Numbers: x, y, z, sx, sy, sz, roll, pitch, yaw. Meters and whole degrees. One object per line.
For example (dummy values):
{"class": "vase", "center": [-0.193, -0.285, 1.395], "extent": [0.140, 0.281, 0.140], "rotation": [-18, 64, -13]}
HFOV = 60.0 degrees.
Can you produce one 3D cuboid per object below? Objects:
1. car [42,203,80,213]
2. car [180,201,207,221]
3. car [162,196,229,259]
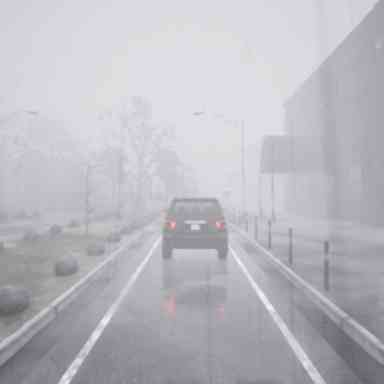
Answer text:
{"class": "car", "center": [-18.210, 2.208, 46.211], "extent": [4.718, 1.301, 1.895], "rotation": [2, -3, -44]}
{"class": "car", "center": [0.166, 1.572, 28.405], "extent": [2.128, 1.511, 4.902], "rotation": [0, -1, 1]}
{"class": "car", "center": [0.098, 1.177, 12.622], "extent": [2.150, 2.045, 5.566], "rotation": [0, -1, 0]}
